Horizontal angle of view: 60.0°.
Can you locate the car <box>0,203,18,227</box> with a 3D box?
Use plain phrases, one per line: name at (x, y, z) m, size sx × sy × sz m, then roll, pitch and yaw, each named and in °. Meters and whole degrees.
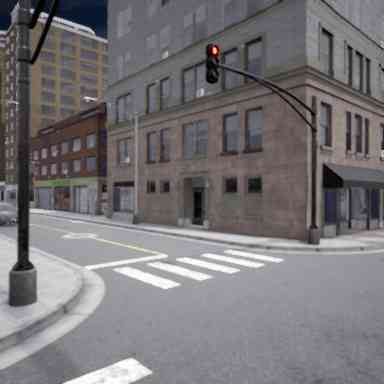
car at (-12.581, 1.540, 22.689) m, size 1.837 × 1.490 × 4.892 m, roll 0°, pitch 0°, yaw -42°
